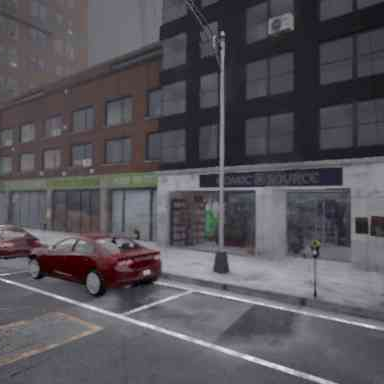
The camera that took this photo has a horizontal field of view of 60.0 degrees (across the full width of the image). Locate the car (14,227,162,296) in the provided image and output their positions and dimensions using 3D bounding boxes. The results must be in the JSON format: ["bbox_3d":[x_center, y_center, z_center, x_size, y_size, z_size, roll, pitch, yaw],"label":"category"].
[{"bbox_3d":[-2.875,1.827,9.351,4.507,1.381,1.887,-1,-2,37],"label":"car"}]

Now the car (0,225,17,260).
[{"bbox_3d":[-7.396,1.934,12.755,4.206,1.307,1.802,-1,-2,37],"label":"car"}]
